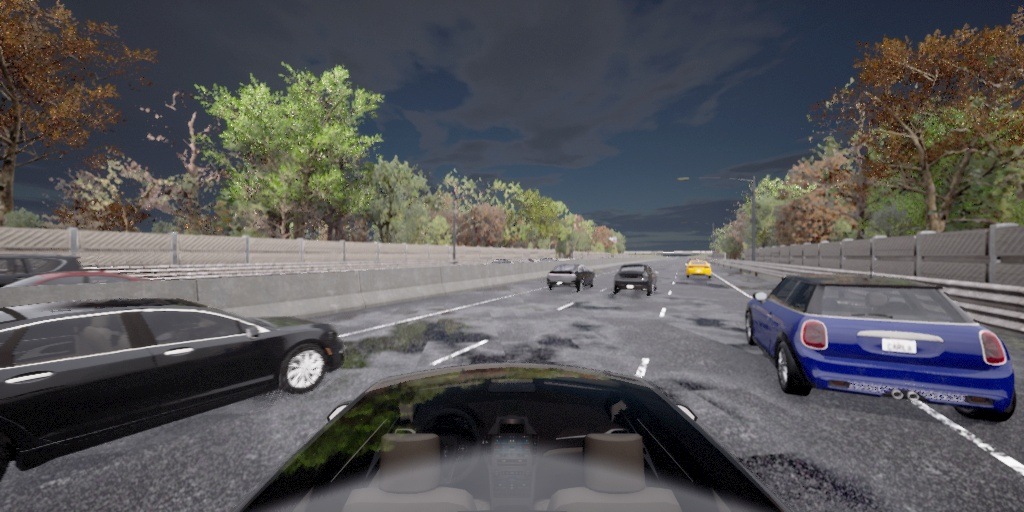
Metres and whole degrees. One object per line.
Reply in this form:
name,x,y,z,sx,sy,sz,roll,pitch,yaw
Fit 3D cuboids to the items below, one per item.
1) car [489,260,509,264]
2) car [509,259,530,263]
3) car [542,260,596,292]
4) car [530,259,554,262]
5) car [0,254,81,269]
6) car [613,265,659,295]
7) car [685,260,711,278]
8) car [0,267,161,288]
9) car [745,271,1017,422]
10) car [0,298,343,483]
car,-1.723,1.192,50.779,1.994,1.385,4.181,0,0,26
car,1.786,1.153,50.000,1.812,1.442,4.674,0,0,26
car,3.525,1.189,20.804,2.128,1.511,4.902,0,0,26
car,4.659,1.121,47.908,2.128,1.511,4.902,0,0,26
car,-16.965,0.961,10.899,2.150,2.045,5.566,0,0,26
car,6.734,1.203,19.399,1.837,1.490,4.892,0,0,26
car,16.950,1.134,32.674,1.882,1.535,5.008,0,0,26
car,-13.248,1.215,10.553,1.882,1.535,5.008,0,0,26
car,5.536,1.084,6.197,2.097,1.767,4.553,0,0,26
car,-4.417,1.251,4.223,1.837,1.490,4.892,0,0,26
